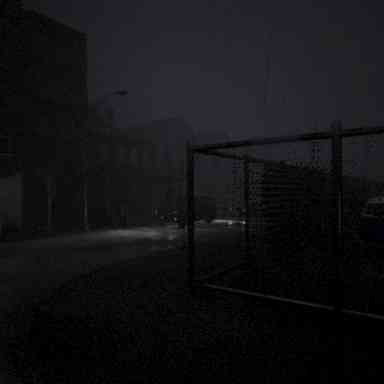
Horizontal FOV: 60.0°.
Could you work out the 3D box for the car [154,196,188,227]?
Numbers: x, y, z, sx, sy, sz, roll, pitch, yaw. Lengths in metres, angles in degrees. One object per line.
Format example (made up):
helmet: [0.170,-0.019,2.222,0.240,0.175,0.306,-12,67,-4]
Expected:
car: [-0.338,1.326,24.032,2.150,2.045,5.566,-1,0,36]
